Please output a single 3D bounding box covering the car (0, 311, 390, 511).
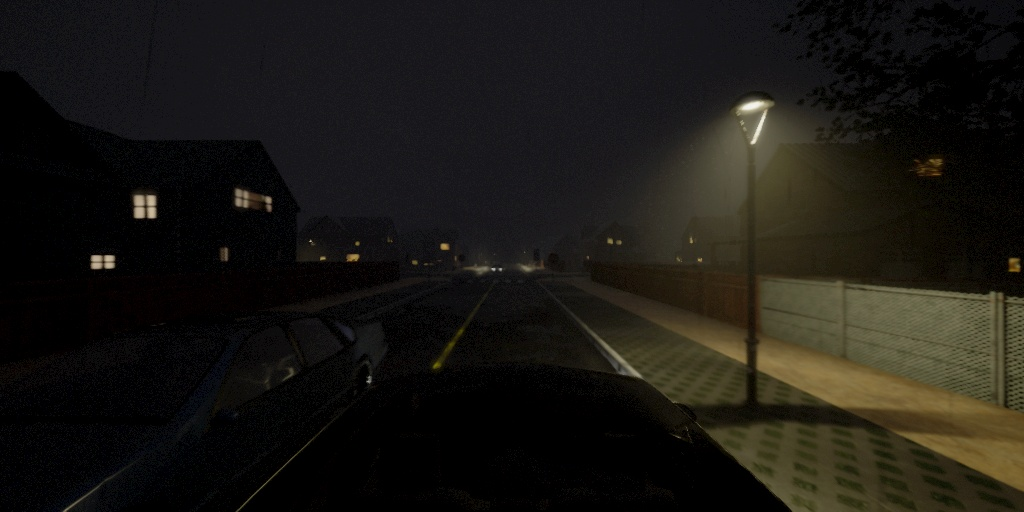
[{"bbox_3d":[-2.848,1.304,3.417,2.033,1.411,5.357,0,0,0],"label":"car"}]
